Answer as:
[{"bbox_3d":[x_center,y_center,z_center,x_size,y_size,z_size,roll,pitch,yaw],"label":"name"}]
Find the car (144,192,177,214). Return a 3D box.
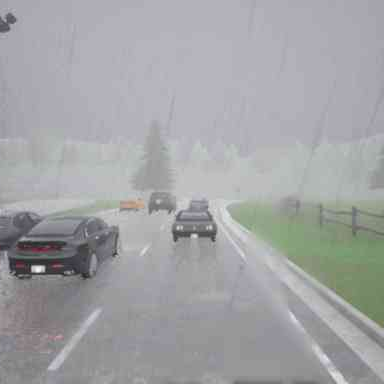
[{"bbox_3d":[-2.810,0.995,32.334,2.150,2.045,5.566,0,0,4],"label":"car"}]

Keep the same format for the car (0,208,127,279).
[{"bbox_3d":[-3.398,1.436,9.770,1.837,1.490,4.892,0,0,0],"label":"car"}]

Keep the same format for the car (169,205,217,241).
[{"bbox_3d":[0.103,1.489,15.853,1.895,1.301,4.718,0,0,0],"label":"car"}]

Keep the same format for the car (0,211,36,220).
[{"bbox_3d":[-6.898,1.456,12.886,2.033,1.411,5.357,0,0,0],"label":"car"}]

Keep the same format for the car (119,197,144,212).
[{"bbox_3d":[-6.146,1.233,34.815,1.882,1.535,5.008,0,0,4],"label":"car"}]

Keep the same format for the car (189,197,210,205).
[{"bbox_3d":[0.759,1.259,33.218,2.128,1.511,4.902,0,0,4],"label":"car"}]
